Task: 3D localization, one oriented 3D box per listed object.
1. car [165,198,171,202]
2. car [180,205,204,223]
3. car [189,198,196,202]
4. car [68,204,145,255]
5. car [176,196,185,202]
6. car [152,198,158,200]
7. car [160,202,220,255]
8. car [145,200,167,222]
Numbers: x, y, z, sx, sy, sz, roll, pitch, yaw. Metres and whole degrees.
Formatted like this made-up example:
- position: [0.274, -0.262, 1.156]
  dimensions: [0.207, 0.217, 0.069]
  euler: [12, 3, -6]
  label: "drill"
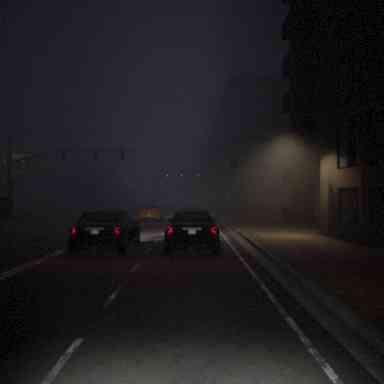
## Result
- position: [-6.992, 2.436, 94.244]
  dimensions: [1.994, 1.385, 4.181]
  euler: [0, -1, 0]
  label: "car"
- position: [0.021, 1.877, 29.103]
  dimensions: [1.895, 1.301, 4.718]
  euler: [0, -1, 1]
  label: "car"
- position: [0.008, 2.436, 95.362]
  dimensions: [1.994, 1.385, 4.181]
  euler: [0, -1, 0]
  label: "car"
- position: [-3.495, 1.484, 14.085]
  dimensions: [2.097, 1.767, 4.553]
  euler: [0, -1, 0]
  label: "car"
- position: [-3.492, 2.391, 94.472]
  dimensions: [2.128, 1.511, 4.902]
  euler: [0, -1, 0]
  label: "car"
- position: [-10.492, 2.424, 94.244]
  dimensions: [2.033, 1.411, 5.357]
  euler: [0, -1, 0]
  label: "car"
- position: [0.005, 1.484, 14.085]
  dimensions: [2.097, 1.767, 4.553]
  euler: [0, -1, 0]
  label: "car"
- position: [-3.549, 1.757, 29.471]
  dimensions: [1.882, 1.535, 5.008]
  euler: [0, 0, -2]
  label: "car"
